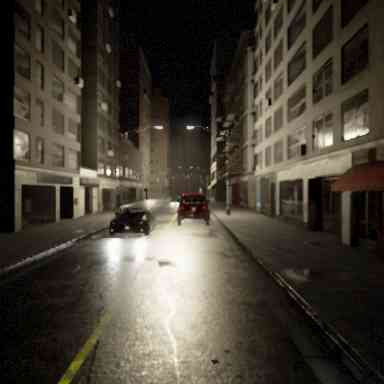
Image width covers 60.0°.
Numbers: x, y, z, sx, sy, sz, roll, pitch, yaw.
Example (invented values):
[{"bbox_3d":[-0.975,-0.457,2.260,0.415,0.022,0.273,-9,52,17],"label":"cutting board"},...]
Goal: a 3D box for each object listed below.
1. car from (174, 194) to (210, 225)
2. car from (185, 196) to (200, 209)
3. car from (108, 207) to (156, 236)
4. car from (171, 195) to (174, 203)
[{"bbox_3d":[0.114,1.135,23.493,2.150,2.045,5.566,0,0,0],"label":"car"},{"bbox_3d":[0.120,1.315,44.138,1.882,1.535,5.008,0,0,0],"label":"car"},{"bbox_3d":[-3.088,1.498,17.782,1.994,1.385,4.181,0,0,0],"label":"car"},{"bbox_3d":[-2.963,1.276,63.423,2.128,1.511,4.902,0,0,0],"label":"car"}]
